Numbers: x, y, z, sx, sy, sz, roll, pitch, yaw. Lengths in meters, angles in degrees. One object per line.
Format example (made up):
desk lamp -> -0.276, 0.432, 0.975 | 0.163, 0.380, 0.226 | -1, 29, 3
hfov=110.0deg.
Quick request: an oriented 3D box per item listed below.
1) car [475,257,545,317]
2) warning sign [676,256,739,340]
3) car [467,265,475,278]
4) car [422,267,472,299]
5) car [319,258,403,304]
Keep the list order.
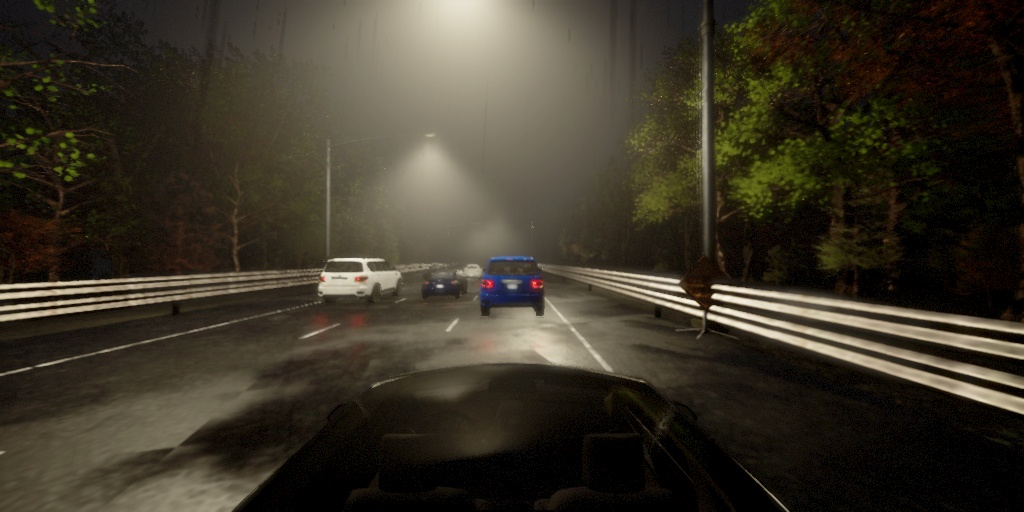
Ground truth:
car -> 0.016, 1.076, 13.772 | 2.150, 2.045, 5.566 | 0, -1, 0
warning sign -> 4.533, 0.922, 8.397 | 1.300, 1.860, 1.060 | 0, 0, 0
car -> -3.809, 1.597, 35.477 | 1.812, 1.442, 4.674 | 0, -1, -1
car -> -3.532, 1.474, 19.509 | 1.994, 1.385, 4.181 | 0, -1, -1
car -> -7.023, 1.119, 17.237 | 2.150, 2.045, 5.566 | 0, 0, -1
